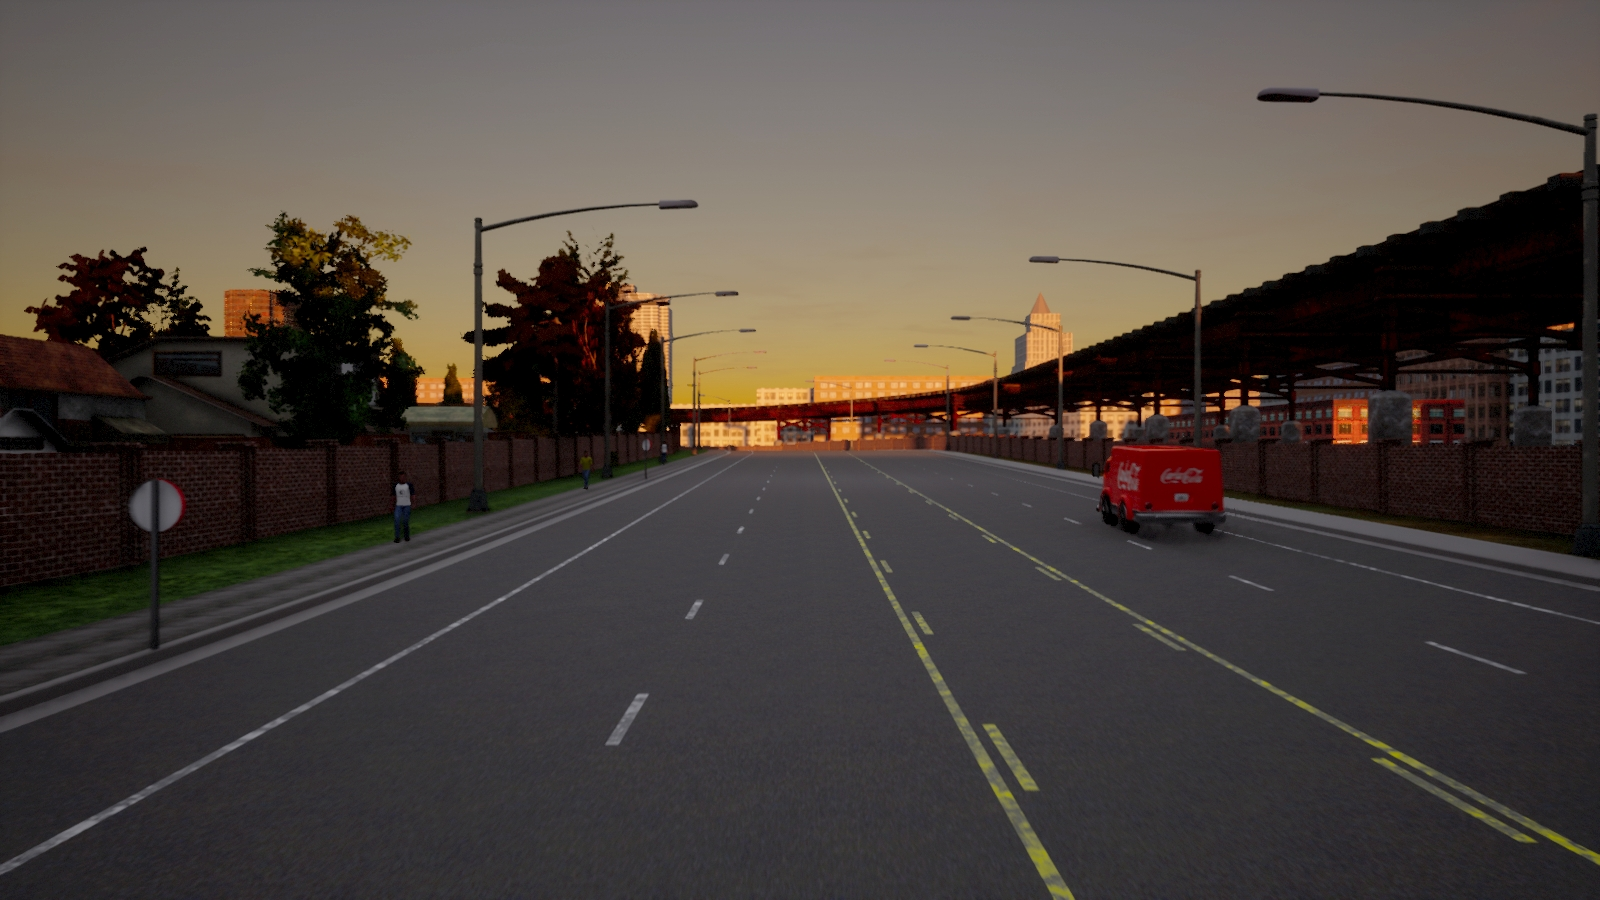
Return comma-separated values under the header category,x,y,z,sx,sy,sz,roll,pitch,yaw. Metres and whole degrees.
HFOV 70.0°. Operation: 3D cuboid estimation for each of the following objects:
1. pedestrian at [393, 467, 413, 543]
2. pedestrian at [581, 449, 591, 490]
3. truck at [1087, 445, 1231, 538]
category,x,y,z,sx,sy,sz,roll,pitch,yaw
pedestrian,-9.912,1.368,28.501,0.375,1.860,0.375,0,0,-2
pedestrian,-9.638,0.873,51.519,0.375,1.860,0.375,0,0,-1
truck,10.503,1.126,33.975,2.627,2.467,5.204,0,1,0
